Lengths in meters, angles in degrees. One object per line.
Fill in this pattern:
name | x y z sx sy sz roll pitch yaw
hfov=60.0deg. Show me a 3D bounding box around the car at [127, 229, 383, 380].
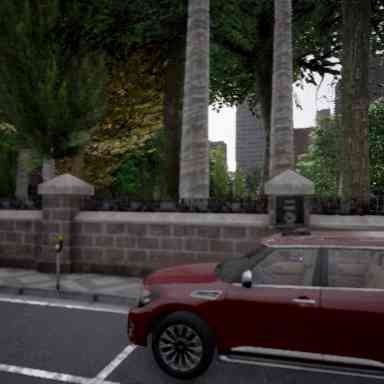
car | 1.644 1.464 4.690 5.009 1.841 2.192 0 -2 15
